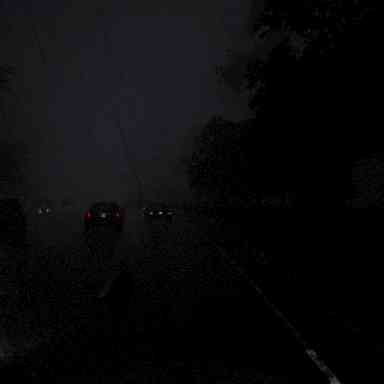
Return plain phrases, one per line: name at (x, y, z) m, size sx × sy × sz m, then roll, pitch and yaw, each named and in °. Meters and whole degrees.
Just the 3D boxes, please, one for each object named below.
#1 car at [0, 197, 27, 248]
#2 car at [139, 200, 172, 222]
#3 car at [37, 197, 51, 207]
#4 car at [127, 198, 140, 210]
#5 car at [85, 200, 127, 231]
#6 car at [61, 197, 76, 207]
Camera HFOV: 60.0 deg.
car at (-7.786, 1.226, 11.741) m, size 2.150 × 2.045 × 5.566 m, roll 0°, pitch 0°, yaw -6°
car at (-2.775, 1.543, 26.125) m, size 2.033 × 1.411 × 5.357 m, roll 0°, pitch 0°, yaw -12°
car at (-22.095, 1.471, 49.560) m, size 2.128 × 1.511 × 4.902 m, roll 0°, pitch 0°, yaw -26°
car at (-7.460, 1.486, 42.244) m, size 2.128 × 1.511 × 4.902 m, roll 0°, pitch 0°, yaw -20°
car at (-5.345, 1.350, 20.819) m, size 2.097 × 1.767 × 4.553 m, roll 0°, pitch 0°, yaw -10°
car at (-19.166, 1.475, 51.548) m, size 2.128 × 1.511 × 4.902 m, roll 0°, pitch 0°, yaw -26°
